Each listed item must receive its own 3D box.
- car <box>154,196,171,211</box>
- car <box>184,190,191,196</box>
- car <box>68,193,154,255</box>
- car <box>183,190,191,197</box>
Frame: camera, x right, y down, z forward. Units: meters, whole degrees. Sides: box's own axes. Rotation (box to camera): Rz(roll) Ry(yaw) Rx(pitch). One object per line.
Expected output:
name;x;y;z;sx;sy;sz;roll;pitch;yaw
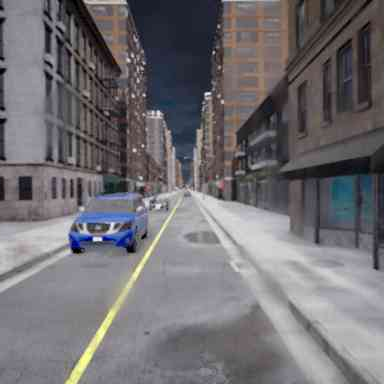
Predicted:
car;-3.227;1.137;34.117;2.128;1.511;4.902;-1;1;-1
car;-1.331;0.308;92.598;1.812;1.442;4.674;-1;1;-1
car;-3.023;1.100;13.248;2.150;2.045;5.566;-1;1;-1
car;-1.177;0.596;82.182;2.033;1.411;5.357;-1;1;-1
